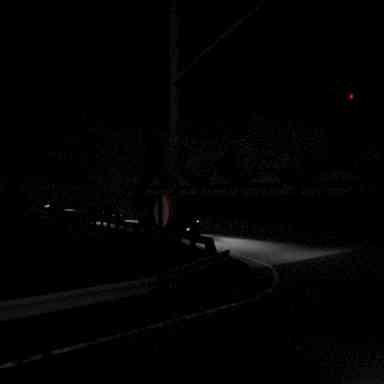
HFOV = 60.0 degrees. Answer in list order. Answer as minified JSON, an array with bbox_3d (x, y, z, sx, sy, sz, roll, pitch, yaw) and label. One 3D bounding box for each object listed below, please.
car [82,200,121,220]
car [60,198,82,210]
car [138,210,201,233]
[{"bbox_3d":[-7.975,1.697,29.857,1.837,1.490,4.892,0,0,-35],"label":"car"},{"bbox_3d":[-16.903,1.685,47.390,1.837,1.490,4.892,-1,-1,7],"label":"car"},{"bbox_3d":[-1.482,1.792,20.626,1.895,1.301,4.718,0,0,-35],"label":"car"}]
